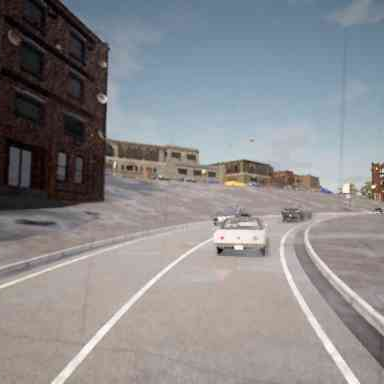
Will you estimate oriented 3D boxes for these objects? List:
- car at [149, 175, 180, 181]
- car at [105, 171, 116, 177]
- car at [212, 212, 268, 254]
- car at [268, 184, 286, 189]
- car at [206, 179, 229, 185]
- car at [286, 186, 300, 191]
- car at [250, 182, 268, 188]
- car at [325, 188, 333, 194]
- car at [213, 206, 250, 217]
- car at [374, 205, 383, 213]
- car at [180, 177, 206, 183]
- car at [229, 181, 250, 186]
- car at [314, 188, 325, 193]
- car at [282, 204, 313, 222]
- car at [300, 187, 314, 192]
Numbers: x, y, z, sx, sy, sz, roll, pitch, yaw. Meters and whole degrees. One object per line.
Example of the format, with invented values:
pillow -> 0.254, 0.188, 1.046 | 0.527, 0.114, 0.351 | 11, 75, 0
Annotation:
car -> -5.232, -2.240, 59.108 | 4.892, 1.521, 2.231 | 3, -5, -31
car -> -14.609, -2.799, 53.495 | 4.553, 1.767, 2.185 | 3, -5, -31
car -> 2.209, 1.701, 13.970 | 1.895, 1.301, 4.718 | -1, -1, 14
car -> 18.000, -0.881, 74.417 | 4.792, 1.488, 2.163 | 4, -6, -36
car -> 4.189, -1.712, 64.891 | 4.674, 1.452, 2.002 | 3, -5, -32
car -> 22.403, -0.581, 77.732 | 4.674, 1.452, 2.002 | 4, -6, -37
car -> 13.366, -1.331, 71.076 | 4.553, 1.767, 2.185 | 3, -6, -34
car -> 35.258, 0.113, 88.319 | 5.566, 2.045, 2.435 | 5, -6, -40
car -> 3.249, 1.869, 26.707 | 2.128, 1.511, 4.902 | -2, -2, 27
car -> 32.602, 2.746, 55.346 | 5.357, 1.411, 2.033 | 1, -4, -29
car -> -0.506, -2.009, 61.950 | 4.892, 1.521, 2.231 | 3, -5, -31
car -> 8.820, -1.482, 67.938 | 5.008, 1.535, 2.097 | 3, -5, -33
car -> 31.000, -0.120, 84.671 | 4.553, 1.767, 2.185 | 4, -6, -39
car -> 9.753, 1.870, 30.588 | 2.128, 1.511, 4.902 | -3, -2, 33
car -> 26.657, -0.326, 81.083 | 4.892, 1.521, 2.231 | 4, -6, -38
